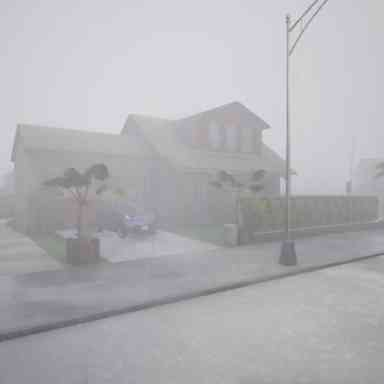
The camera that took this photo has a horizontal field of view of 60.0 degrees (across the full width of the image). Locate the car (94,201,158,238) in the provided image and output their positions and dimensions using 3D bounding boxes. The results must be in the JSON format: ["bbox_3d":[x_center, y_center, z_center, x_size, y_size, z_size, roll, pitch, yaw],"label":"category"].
[{"bbox_3d":[-3.069,1.180,15.257,1.845,1.501,3.633,0,0,-38],"label":"car"}]
